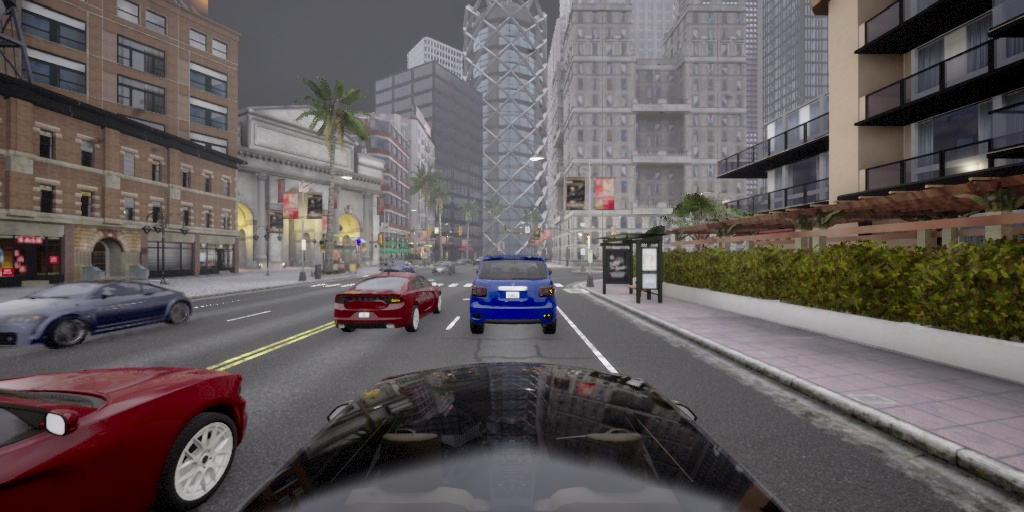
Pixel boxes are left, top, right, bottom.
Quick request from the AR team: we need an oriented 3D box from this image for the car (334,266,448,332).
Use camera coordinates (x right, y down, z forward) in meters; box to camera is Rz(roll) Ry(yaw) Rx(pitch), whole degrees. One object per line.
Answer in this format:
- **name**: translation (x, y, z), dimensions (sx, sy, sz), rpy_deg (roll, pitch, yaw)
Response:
- **car**: translation (-3.443, 1.227, 10.866), dimensions (1.882, 1.535, 5.008), rpy_deg (0, 0, 0)

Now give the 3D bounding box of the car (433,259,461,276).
- **car**: translation (-7.100, 1.239, 37.733), dimensions (2.128, 1.511, 4.902), rpy_deg (0, 0, 0)

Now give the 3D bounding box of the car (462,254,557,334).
- **car**: translation (0.052, 0.971, 10.757), dimensions (2.150, 2.045, 5.566), rpy_deg (0, 0, 1)

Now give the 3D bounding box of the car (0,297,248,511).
- **car**: translation (-3.390, 1.228, 1.287), dimensions (1.882, 1.535, 5.008), rpy_deg (0, 0, 0)

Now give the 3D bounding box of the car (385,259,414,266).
- **car**: translation (-10.600, 1.100, 33.384), dimensions (2.097, 1.767, 4.553), rpy_deg (0, 0, 0)

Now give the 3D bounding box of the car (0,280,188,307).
- **car**: translation (-10.599, 1.313, 9.038), dimensions (1.994, 1.385, 4.181), rpy_deg (0, 0, 0)
